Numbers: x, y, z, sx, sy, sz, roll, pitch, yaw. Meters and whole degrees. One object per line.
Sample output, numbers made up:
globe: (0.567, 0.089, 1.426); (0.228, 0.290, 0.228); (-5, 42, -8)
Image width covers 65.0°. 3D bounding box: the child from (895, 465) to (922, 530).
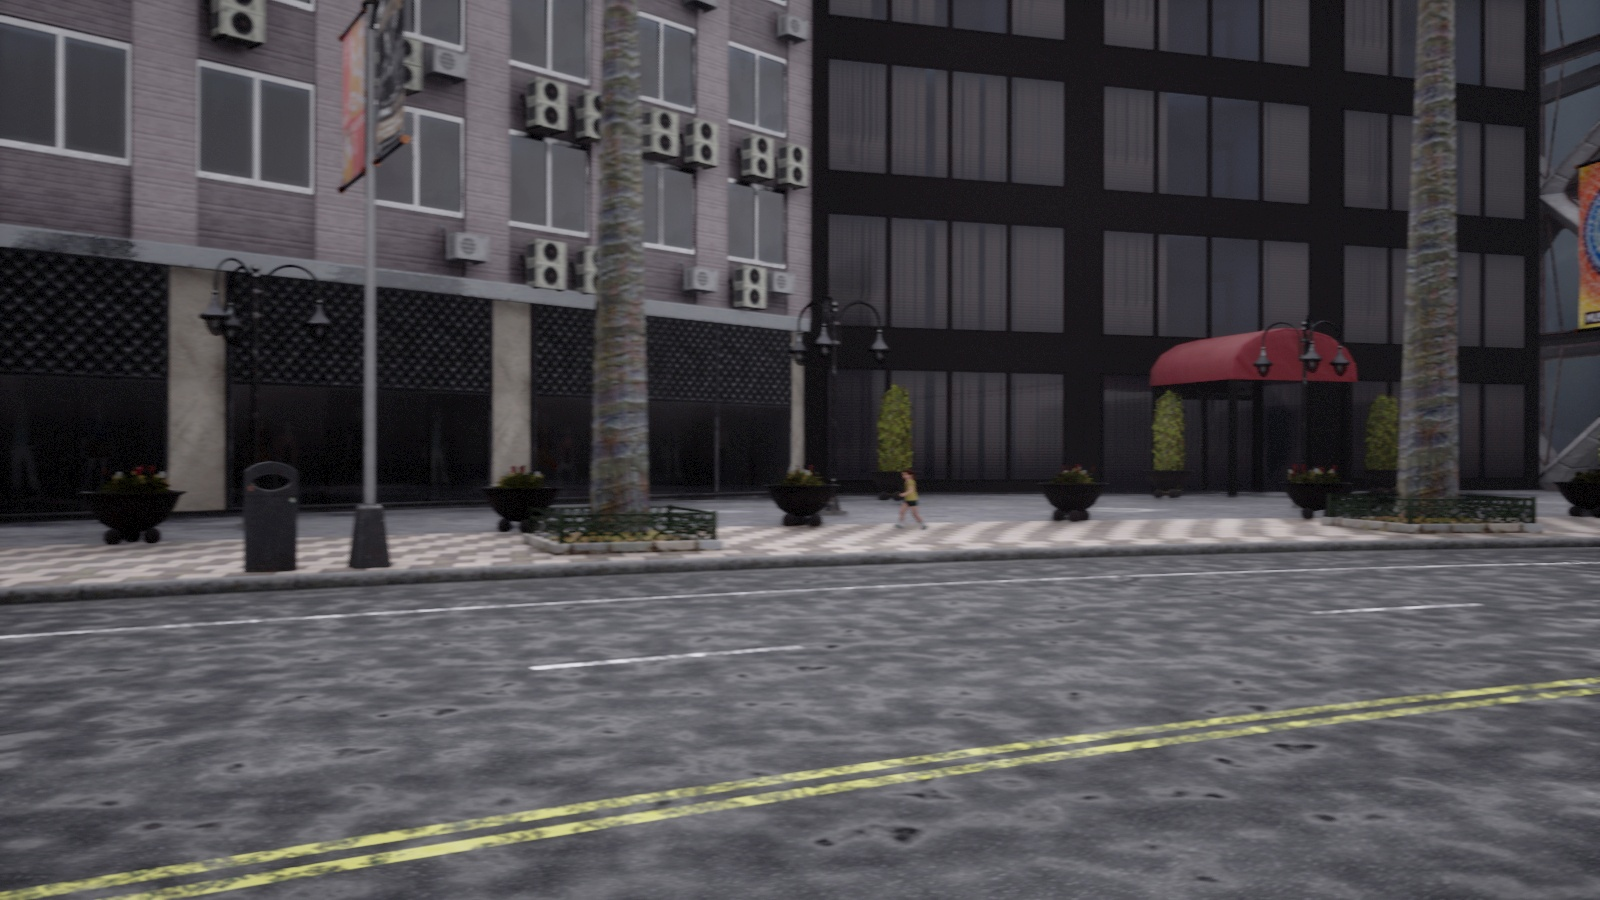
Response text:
child: (1.860, 0.811, 21.527); (0.394, 1.110, 0.255); (0, 0, -22)
